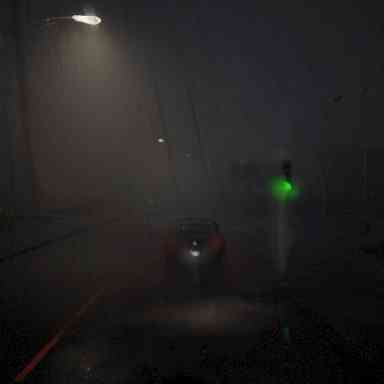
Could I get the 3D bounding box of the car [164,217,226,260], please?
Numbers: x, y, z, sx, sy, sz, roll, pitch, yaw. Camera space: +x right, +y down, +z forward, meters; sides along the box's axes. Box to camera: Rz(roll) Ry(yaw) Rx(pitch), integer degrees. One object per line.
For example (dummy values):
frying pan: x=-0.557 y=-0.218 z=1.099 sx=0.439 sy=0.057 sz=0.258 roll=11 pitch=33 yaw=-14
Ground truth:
car: x=0.092 y=1.560 z=12.239 sx=1.895 sy=1.301 sz=4.718 roll=0 pitch=0 yaw=0

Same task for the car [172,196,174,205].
car: x=-4.038 y=1.317 z=56.278 sx=1.837 sy=1.490 sz=4.892 roll=0 pitch=0 yaw=1

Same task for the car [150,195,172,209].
car: x=-4.073 y=1.210 z=42.455 sx=2.097 sy=1.767 sz=4.553 roll=0 pitch=0 yaw=0
